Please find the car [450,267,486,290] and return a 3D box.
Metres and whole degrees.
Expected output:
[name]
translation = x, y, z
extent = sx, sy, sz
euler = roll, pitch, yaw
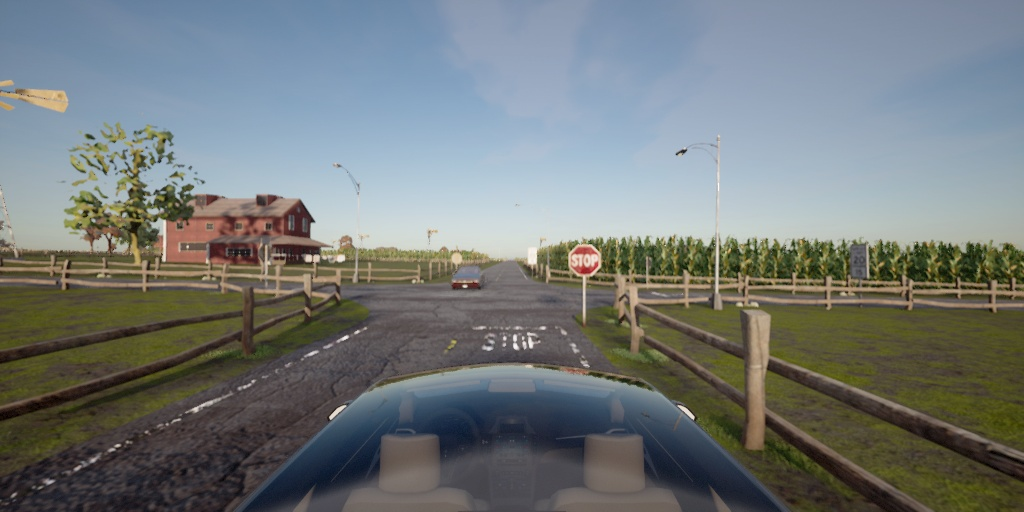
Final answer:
[car]
translation = -2.751, 1.400, 23.648
extent = 2.033, 1.411, 5.357
euler = 0, 0, 0
